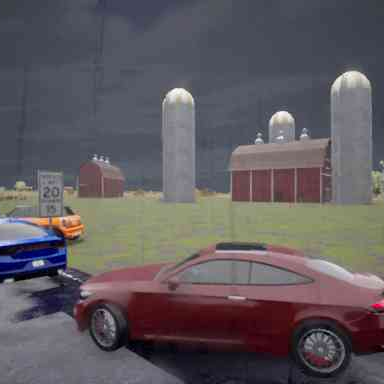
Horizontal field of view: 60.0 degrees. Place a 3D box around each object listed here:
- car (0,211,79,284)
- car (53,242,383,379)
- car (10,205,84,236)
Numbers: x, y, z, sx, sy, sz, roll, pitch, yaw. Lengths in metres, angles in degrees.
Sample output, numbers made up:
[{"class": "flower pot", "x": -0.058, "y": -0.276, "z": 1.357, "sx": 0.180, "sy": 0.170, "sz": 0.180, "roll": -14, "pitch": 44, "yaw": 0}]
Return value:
[{"class": "car", "x": -5.363, "y": 1.481, "z": 9.219, "sx": 5.008, "sy": 1.535, "sz": 1.882, "roll": 0, "pitch": 0, "yaw": 41}, {"class": "car", "x": 0.509, "y": 1.532, "z": 5.158, "sx": 4.674, "sy": 1.442, "sz": 1.812, "roll": 0, "pitch": 0, "yaw": 13}, {"class": "car", "x": -7.339, "y": 1.369, "z": 14.932, "sx": 4.553, "sy": 1.767, "sz": 2.097, "roll": 0, "pitch": 0, "yaw": 5}]
